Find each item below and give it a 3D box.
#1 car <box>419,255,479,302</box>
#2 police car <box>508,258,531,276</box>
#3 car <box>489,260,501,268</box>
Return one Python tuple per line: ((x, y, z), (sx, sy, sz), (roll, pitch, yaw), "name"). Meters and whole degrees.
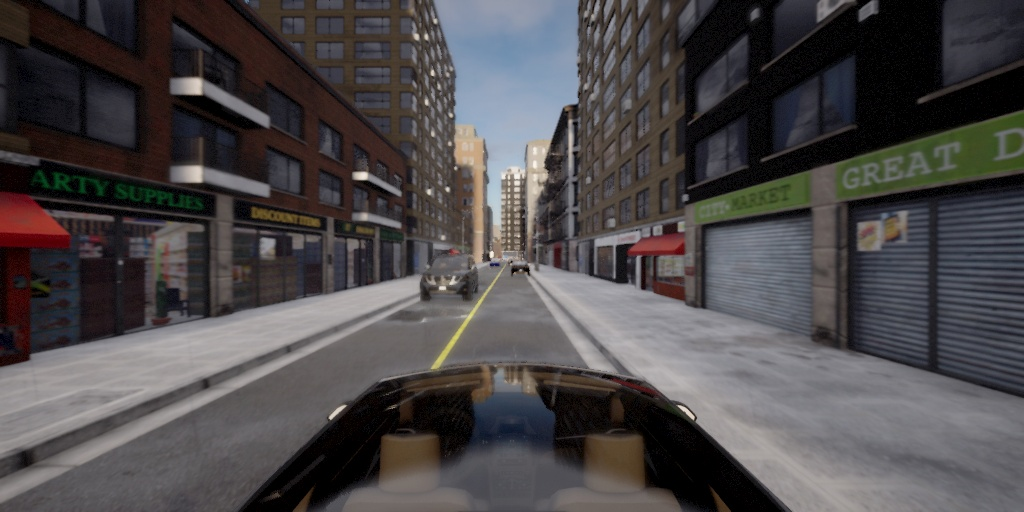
((-2.850, 0.963, 17.455), (2.150, 2.045, 5.566), (0, 0, 0), "car")
((0.824, 1.144, 36.008), (1.930, 1.638, 5.238), (0, 0, 0), "police car")
((-2.784, 1.283, 59.377), (1.895, 1.301, 4.718), (0, 0, 1), "car")
